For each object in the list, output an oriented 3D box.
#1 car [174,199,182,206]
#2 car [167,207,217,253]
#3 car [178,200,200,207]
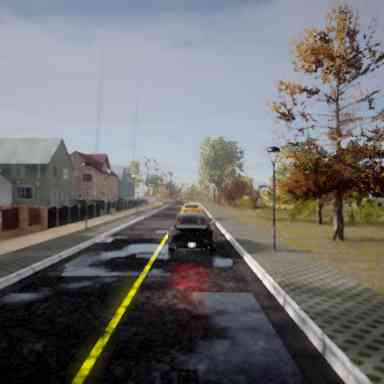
[{"bbox_3d":[-2.768,2.216,70.933,1.895,1.301,4.718,0,0,0],"label":"car"},{"bbox_3d":[0.001,1.643,14.308,1.837,1.490,4.892,0,0,0],"label":"car"},{"bbox_3d":[-0.002,1.748,29.478,1.882,1.535,5.008,0,0,0],"label":"car"}]
